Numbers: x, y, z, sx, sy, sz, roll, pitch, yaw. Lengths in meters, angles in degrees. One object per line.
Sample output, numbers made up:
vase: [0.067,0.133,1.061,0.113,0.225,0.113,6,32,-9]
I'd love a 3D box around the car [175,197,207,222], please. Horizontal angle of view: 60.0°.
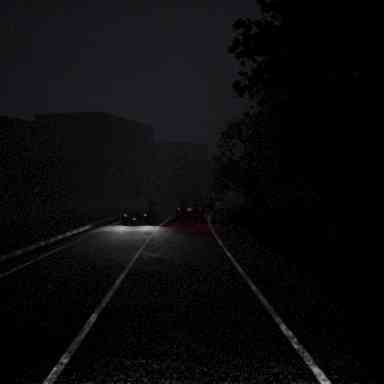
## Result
car: [-0.093,1.277,25.946,2.097,1.767,4.553,0,0,2]

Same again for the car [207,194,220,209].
car: [1.953,1.328,42.885,2.128,1.511,4.902,1,0,11]

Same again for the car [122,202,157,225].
car: [-3.623,1.456,23.721,1.812,1.442,4.674,0,0,2]
